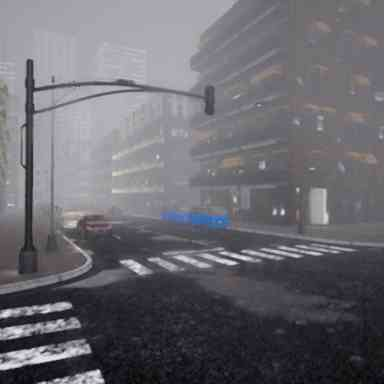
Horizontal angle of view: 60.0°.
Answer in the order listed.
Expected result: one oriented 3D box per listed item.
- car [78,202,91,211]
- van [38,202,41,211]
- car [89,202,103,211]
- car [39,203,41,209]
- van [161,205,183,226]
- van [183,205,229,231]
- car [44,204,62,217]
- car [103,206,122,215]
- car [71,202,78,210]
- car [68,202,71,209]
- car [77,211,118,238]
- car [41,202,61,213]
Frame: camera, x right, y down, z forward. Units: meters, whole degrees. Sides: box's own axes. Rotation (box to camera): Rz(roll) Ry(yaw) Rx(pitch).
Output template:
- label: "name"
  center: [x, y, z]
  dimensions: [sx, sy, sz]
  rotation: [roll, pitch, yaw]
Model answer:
- label: "car"
  center: [-21.921, 3.014, 69.906]
  dimensions: [2.192, 1.841, 5.009]
  rotation: [0, -1, -27]
- label: "van"
  center: [-26.794, 2.855, 61.133]
  dimensions: [1.690, 1.788, 3.998]
  rotation: [0, -1, -27]
- label: "car"
  center: [-16.871, 2.982, 60.093]
  dimensions: [1.752, 1.417, 4.829]
  rotation: [0, -1, -27]
- label: "car"
  center: [-24.229, 2.942, 56.149]
  dimensions: [2.008, 1.369, 4.403]
  rotation: [0, -1, -27]
- label: "van"
  center: [-1.421, 2.056, 30.064]
  dimensions: [1.690, 1.788, 3.998]
  rotation: [0, -1, -27]
- label: "van"
  center: [1.141, 1.934, 25.083]
  dimensions: [1.690, 1.788, 3.998]
  rotation: [0, -1, -27]
- label: "car"
  center: [-19.103, 2.727, 46.189]
  dimensions: [1.802, 1.307, 4.206]
  rotation: [0, -1, -27]
- label: "car"
  center: [-11.667, 2.789, 49.981]
  dimensions: [1.802, 1.307, 4.206]
  rotation: [0, -1, -27]
- label: "car"
  center: [-27.046, 3.260, 79.866]
  dimensions: [2.192, 1.841, 5.009]
  rotation: [0, -1, -27]
- label: "car"
  center: [-32.171, 3.507, 89.827]
  dimensions: [2.192, 1.841, 5.009]
  rotation: [0, -1, -27]
- label: "car"
  center: [-6.291, 2.113, 21.287]
  dimensions: [1.802, 1.307, 4.206]
  rotation: [0, -1, -27]
- label: "car"
  center: [-21.668, 2.708, 51.171]
  dimensions: [1.967, 1.590, 4.097]
  rotation: [0, -1, -27]
